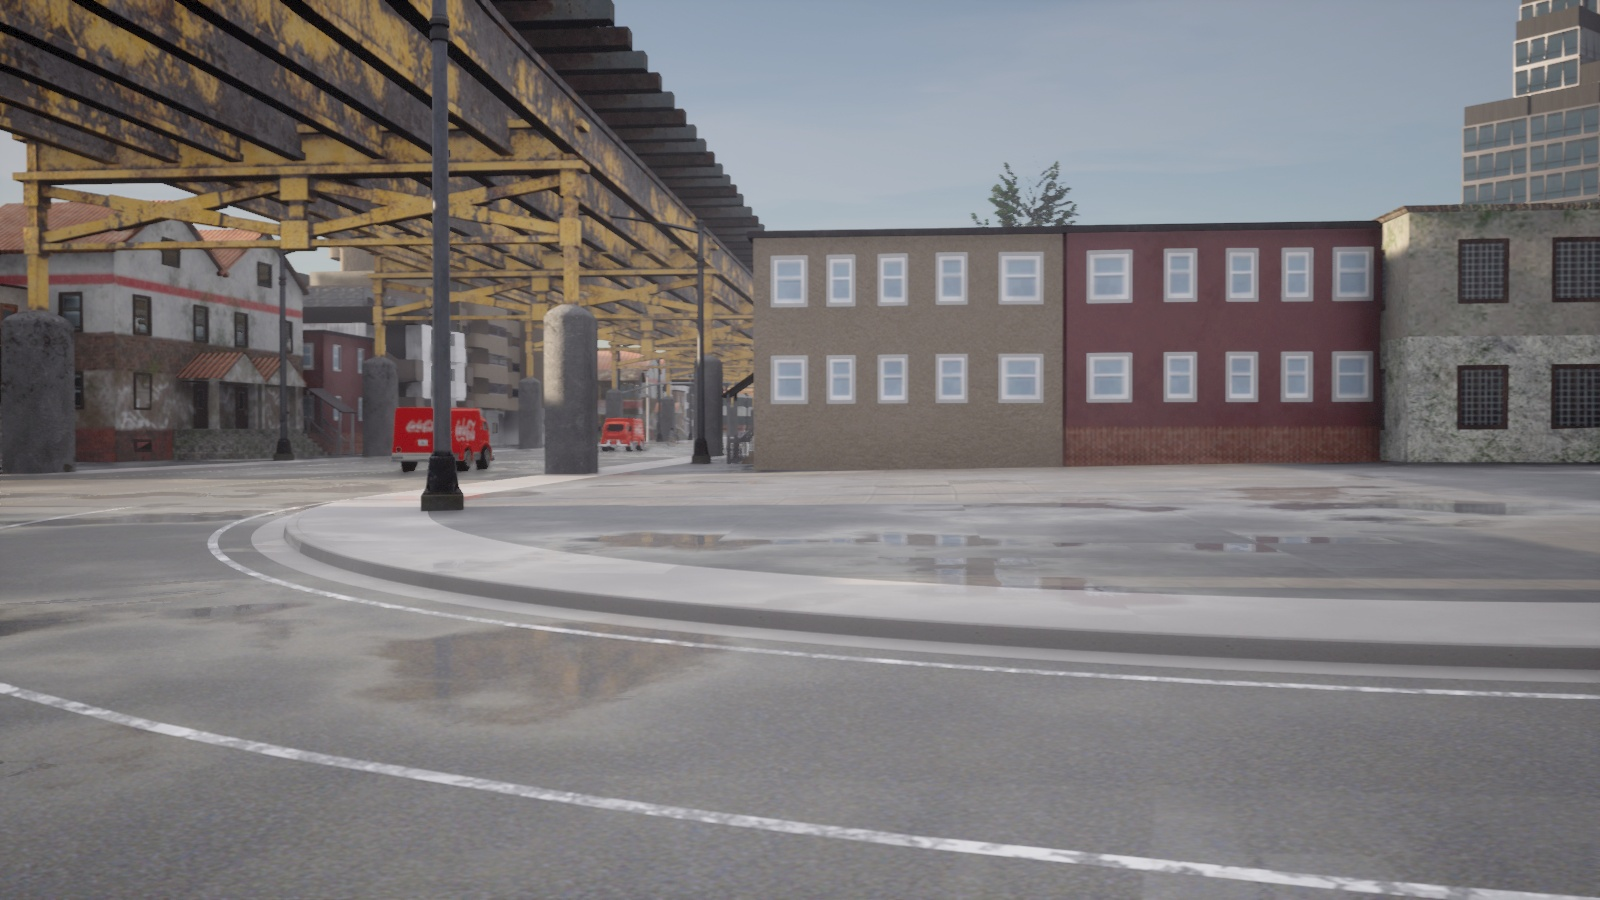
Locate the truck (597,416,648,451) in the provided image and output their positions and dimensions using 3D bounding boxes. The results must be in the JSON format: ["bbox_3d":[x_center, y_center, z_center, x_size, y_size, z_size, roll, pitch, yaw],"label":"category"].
[{"bbox_3d":[-13.184,-1.233,93.469,2.627,2.467,5.204,0,1,5],"label":"truck"}]

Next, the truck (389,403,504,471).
[{"bbox_3d":[-13.692,-0.523,49.078,2.627,2.467,5.204,0,1,5],"label":"truck"}]
